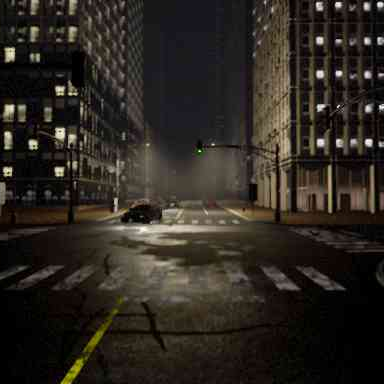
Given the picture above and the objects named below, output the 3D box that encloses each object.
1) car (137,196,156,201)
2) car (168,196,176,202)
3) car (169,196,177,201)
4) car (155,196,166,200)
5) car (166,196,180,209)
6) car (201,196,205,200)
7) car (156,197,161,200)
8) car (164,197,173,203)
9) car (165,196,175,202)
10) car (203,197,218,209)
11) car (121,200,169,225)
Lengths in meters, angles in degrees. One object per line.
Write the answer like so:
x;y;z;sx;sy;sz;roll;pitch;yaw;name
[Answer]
-5.515;1.555;37.241;1.967;1.590;4.097;1;0;0;car
-5.300;1.819;87.416;1.887;1.381;4.507;1;0;0;car
-5.276;1.843;92.991;2.008;1.369;4.403;1;0;0;car
-5.464;1.466;48.391;2.192;1.841;5.009;1;0;0;car
-2.789;1.641;49.372;2.128;1.511;4.902;0;0;0;car
2.961;1.714;59.742;1.752;1.417;4.829;1;0;0;car
-5.494;1.715;42.815;1.802;1.307;4.206;1;0;0;car
-5.348;1.783;76.266;1.887;1.381;4.507;1;0;0;car
-5.324;1.807;81.841;2.008;1.369;4.403;1;0;0;car
2.910;1.735;48.416;1.802;1.307;4.206;1;0;0;car
-3.586;1.642;25.013;1.812;1.442;4.674;1;0;16;car
